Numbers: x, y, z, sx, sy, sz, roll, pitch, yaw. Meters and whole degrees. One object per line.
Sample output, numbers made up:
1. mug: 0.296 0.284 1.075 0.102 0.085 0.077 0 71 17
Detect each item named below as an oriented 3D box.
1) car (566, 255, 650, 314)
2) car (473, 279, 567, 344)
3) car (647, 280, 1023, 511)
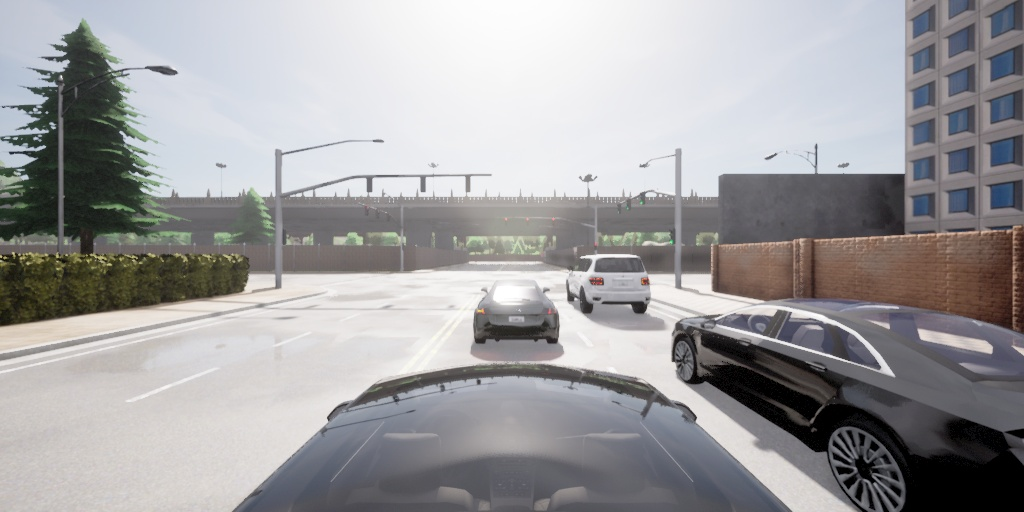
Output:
1. car: 3.493 0.967 13.955 2.150 2.045 5.566 0 0 0
2. car: 0.096 1.311 9.611 1.994 1.385 4.181 0 0 0
3. car: 3.596 1.241 4.150 2.128 1.511 4.902 0 0 0
